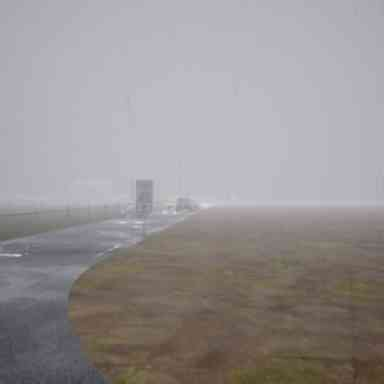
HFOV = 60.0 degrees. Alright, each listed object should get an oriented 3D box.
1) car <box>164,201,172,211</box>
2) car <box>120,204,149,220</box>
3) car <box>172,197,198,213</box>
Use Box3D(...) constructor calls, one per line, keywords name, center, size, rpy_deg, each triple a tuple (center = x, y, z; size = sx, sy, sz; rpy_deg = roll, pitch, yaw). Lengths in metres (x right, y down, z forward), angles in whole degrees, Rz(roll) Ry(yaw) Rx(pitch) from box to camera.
Box3D(name="car", center=(-3.107, 2.088, 52.142), size=(1.882, 1.535, 5.008), rpy_deg=(0, -1, 7))
Box3D(name="car", center=(-5.460, 1.858, 32.350), size=(1.812, 1.442, 4.674), rpy_deg=(0, -1, 7))
Box3D(name="car", center=(-0.940, 1.764, 46.454), size=(2.150, 2.045, 5.566), rpy_deg=(0, -1, 6))
